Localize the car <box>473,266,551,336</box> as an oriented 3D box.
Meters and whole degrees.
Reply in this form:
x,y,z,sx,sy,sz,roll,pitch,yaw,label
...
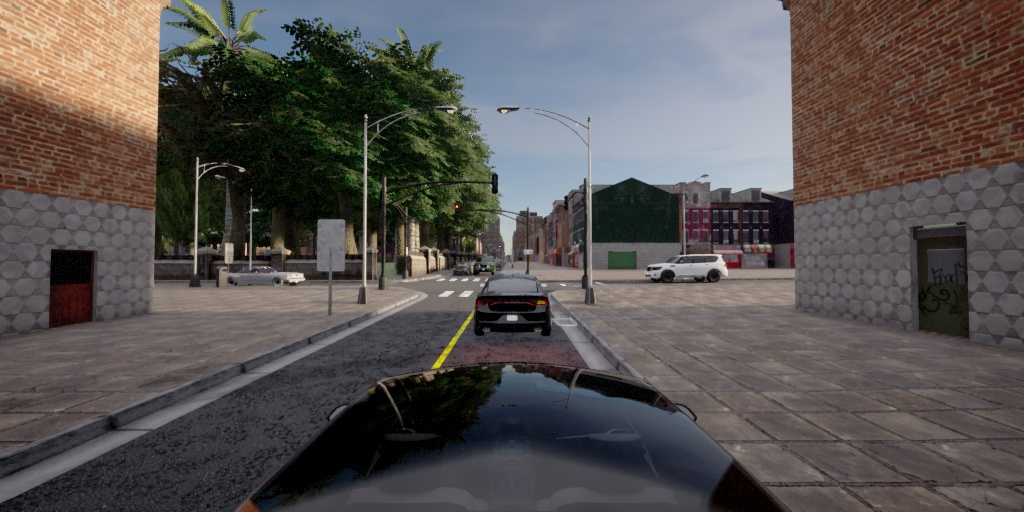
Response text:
x,y,z,sx,sy,sz,roll,pitch,yaw,label
0.034,1.231,10.476,1.882,1.535,5.008,0,0,1,car

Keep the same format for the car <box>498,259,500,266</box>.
x,y,z,sx,sy,sz,roll,pitch,yaw,label
-2.961,1.277,49.425,1.882,1.535,5.008,0,0,0,car

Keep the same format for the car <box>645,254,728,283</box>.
x,y,z,sx,sy,sz,roll,pitch,yaw,label
12.695,0.904,26.268,5.566,2.045,2.150,-1,-1,0,car

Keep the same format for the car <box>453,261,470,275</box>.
x,y,z,sx,sy,sz,roll,pitch,yaw,label
-5.467,1.333,39.620,2.007,1.370,4.403,0,0,0,car

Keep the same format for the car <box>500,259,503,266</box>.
x,y,z,sx,sy,sz,roll,pitch,yaw,label
-3.020,1.388,64.902,2.033,1.411,5.357,0,0,0,car

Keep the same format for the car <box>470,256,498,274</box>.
x,y,z,sx,sy,sz,roll,pitch,yaw,label
-2.900,1.003,38.806,2.150,2.045,5.566,0,0,-1,car

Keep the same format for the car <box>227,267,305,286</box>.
x,y,z,sx,sy,sz,roll,pitch,yaw,label
-16.123,1.342,23.206,4.718,1.301,1.895,0,-1,0,car
